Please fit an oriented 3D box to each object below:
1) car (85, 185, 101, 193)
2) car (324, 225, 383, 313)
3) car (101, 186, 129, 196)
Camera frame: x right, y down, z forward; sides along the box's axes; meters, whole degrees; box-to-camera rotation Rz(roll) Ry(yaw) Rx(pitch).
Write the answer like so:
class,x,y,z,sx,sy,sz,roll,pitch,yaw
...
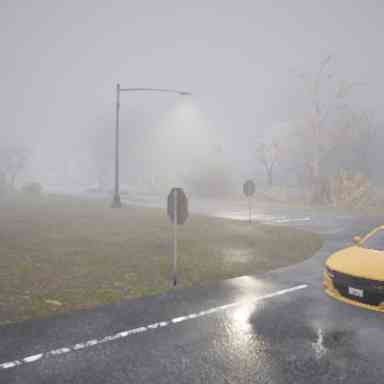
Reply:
class,x,y,z,sx,sy,sz,roll,pitch,yaw
car,-17.678,-0.523,59.816,1.812,1.442,4.674,0,2,-36
car,4.945,1.431,7.371,5.008,1.535,1.882,-2,2,-35
car,-11.611,-0.165,51.342,2.033,1.411,5.357,0,2,-36
